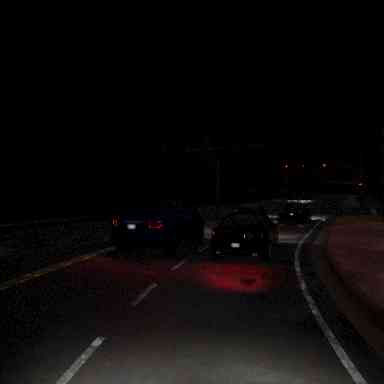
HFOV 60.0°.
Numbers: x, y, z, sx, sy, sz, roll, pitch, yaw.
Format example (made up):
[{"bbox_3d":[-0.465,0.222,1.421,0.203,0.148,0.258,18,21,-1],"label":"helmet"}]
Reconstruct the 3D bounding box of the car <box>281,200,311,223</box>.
[{"bbox_3d":[8.013,1.571,25.745,1.994,1.385,4.181,0,0,25],"label":"car"}]

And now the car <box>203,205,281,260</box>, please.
[{"bbox_3d":[2.133,1.484,12.586,1.882,1.535,5.008,0,0,19],"label":"car"}]

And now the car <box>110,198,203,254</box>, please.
[{"bbox_3d":[-1.172,1.257,13.738,2.150,2.045,5.566,0,0,19],"label":"car"}]

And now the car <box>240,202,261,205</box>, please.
[{"bbox_3d":[4.842,1.532,27.227,1.812,1.442,4.674,0,0,25],"label":"car"}]

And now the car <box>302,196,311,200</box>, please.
[{"bbox_3d":[30.165,1.588,87.416,1.895,1.301,4.718,0,0,26],"label":"car"}]

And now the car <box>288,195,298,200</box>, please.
[{"bbox_3d":[27.020,1.471,88.951,1.882,1.535,5.008,0,0,26],"label":"car"}]
